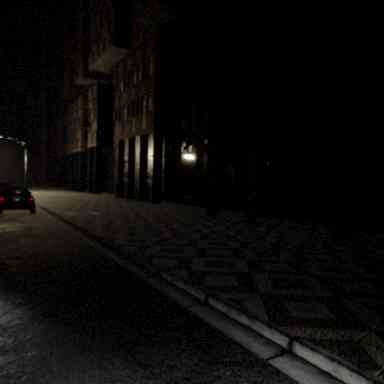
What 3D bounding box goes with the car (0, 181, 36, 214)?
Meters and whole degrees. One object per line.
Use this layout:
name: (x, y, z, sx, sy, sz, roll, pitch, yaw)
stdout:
car: (-11.670, 0.390, 21.912, 2.097, 1.767, 4.553, 0, 2, -31)
